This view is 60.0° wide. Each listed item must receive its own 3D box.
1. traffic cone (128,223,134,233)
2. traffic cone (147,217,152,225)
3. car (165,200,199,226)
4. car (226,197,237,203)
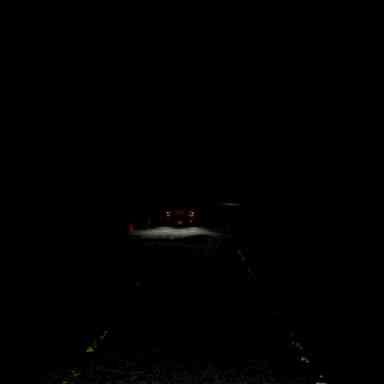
[{"bbox_3d":[-3.505,2.051,19.116,0.340,0.580,0.340,0,0,4],"label":"traffic cone"},{"bbox_3d":[-3.109,2.077,24.147,0.340,0.580,0.340,0,0,5],"label":"traffic cone"},{"bbox_3d":[-0.637,1.479,24.383,2.097,1.767,4.553,0,0,5],"label":"car"},{"bbox_3d":[9.194,1.963,77.545,1.994,1.385,4.181,0,0,16],"label":"car"}]
